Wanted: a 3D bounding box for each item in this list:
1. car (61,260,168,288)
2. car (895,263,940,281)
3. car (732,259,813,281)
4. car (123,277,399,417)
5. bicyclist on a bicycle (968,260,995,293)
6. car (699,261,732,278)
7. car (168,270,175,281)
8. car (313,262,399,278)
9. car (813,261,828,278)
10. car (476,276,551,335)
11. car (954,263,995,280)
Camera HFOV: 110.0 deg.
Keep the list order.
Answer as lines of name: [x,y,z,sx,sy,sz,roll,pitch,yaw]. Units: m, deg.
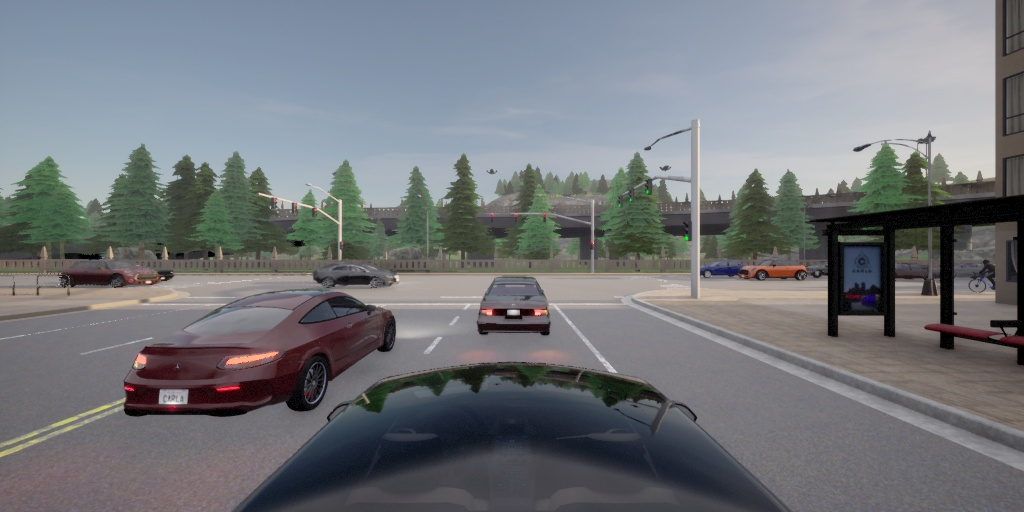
car: [-24.926,1.047,22.382,4.553,1.767,2.097,0,0,1]
car: [30.799,1.242,28.515,5.357,1.411,2.033,0,0,6]
car: [20.951,1.046,28.973,4.553,1.767,2.097,0,0,2]
car: [-3.447,1.276,5.969,1.812,1.442,4.674,0,0,0]
bicyclist on a bicycle: [22.755,0.995,17.060,0.582,1.620,1.656,0,0,1]
car: [18.905,1.172,32.527,5.008,1.535,1.882,0,0,1]
car: [-27.427,1.295,25.916,4.718,1.301,1.895,0,0,1]
car: [-9.529,1.222,22.213,4.902,1.511,2.128,0,0,1]
car: [28.286,1.186,32.146,4.902,1.511,2.128,0,0,4]
car: [0.087,1.297,10.464,2.033,1.411,5.357,0,0,1]
car: [38.074,1.258,30.464,4.181,1.385,1.994,0,0,17]
